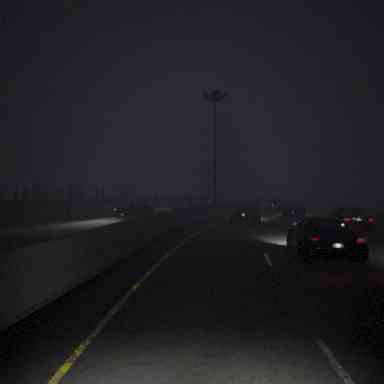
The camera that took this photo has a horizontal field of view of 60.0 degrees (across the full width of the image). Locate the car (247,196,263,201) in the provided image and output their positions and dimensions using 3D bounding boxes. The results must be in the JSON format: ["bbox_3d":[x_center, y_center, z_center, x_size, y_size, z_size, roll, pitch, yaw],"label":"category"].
[{"bbox_3d":[10.458,1.684,55.578,2.033,1.411,5.357,0,0,34],"label":"car"}]

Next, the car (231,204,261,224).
[{"bbox_3d":[4.256,1.626,25.924,1.994,1.385,4.181,0,0,16],"label":"car"}]

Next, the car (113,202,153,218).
[{"bbox_3d":[-5.398,1.640,31.024,1.895,1.301,4.718,0,0,18],"label":"car"}]

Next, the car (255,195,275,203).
[{"bbox_3d":[14.760,1.349,66.951,1.812,1.442,4.674,0,0,41],"label":"car"}]

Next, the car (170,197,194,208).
[{"bbox_3d":[-1.460,1.592,49.190,1.837,1.490,4.892,0,-1,28],"label":"car"}]

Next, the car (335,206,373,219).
[{"bbox_3d":[10.070,1.620,21.206,2.033,1.411,5.357,0,0,15],"label":"car"}]

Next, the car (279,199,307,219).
[{"bbox_3d":[9.083,1.562,29.511,1.882,1.535,5.008,0,0,19],"label":"car"}]

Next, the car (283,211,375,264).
[{"bbox_3d":[4.698,1.602,12.053,1.994,1.385,4.181,0,0,8],"label":"car"}]

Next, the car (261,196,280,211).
[{"bbox_3d":[10.671,1.615,41.789,2.163,1.488,4.792,0,0,27],"label":"car"}]
